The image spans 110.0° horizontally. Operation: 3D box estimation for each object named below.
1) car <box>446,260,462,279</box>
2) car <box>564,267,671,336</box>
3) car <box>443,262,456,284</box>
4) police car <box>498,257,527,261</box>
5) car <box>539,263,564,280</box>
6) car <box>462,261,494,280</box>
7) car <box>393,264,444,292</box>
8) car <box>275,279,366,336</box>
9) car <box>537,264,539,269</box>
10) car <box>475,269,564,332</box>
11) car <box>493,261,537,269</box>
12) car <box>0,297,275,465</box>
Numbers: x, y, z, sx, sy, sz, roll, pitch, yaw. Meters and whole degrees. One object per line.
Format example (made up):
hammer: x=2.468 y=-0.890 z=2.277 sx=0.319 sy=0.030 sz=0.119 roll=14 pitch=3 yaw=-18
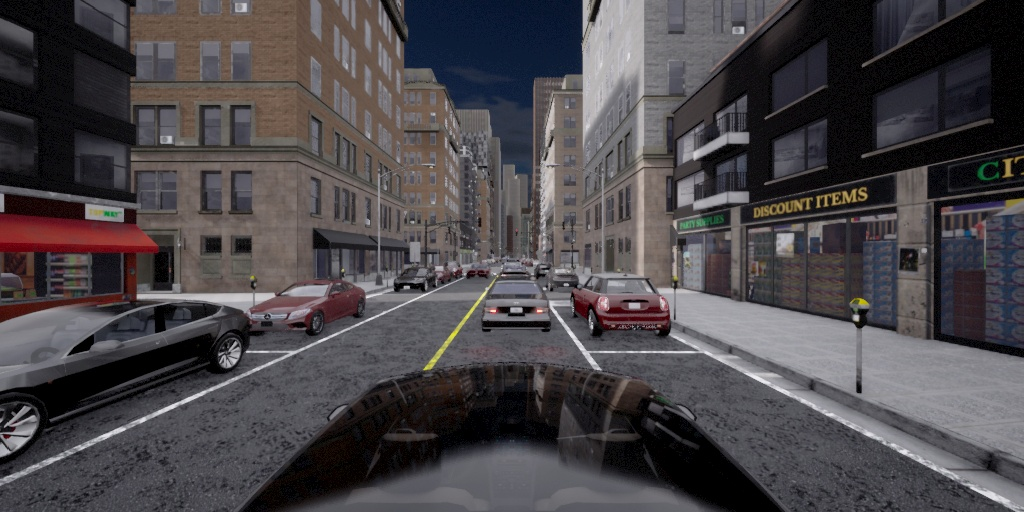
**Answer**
car: x=-5.588 y=1.192 z=32.366 sx=1.967 sy=1.591 sz=4.097 roll=0 pitch=0 yaw=0
car: x=2.878 y=1.189 z=10.337 sx=1.967 sy=1.591 sz=4.097 roll=0 pitch=0 yaw=0
car: x=-5.604 y=1.333 z=26.864 sx=1.802 sy=1.307 sz=4.207 roll=0 pitch=0 yaw=0
police car: x=0.076 y=1.177 z=31.353 sx=1.930 sy=1.638 sz=5.238 roll=0 pitch=0 yaw=0
car: x=2.907 y=1.301 z=21.340 sx=2.007 sy=1.370 sz=4.403 roll=0 pitch=0 yaw=0
car: x=-2.935 y=1.353 z=31.945 sx=1.895 sy=1.301 sz=4.718 roll=0 pitch=0 yaw=1
car: x=-5.618 y=1.316 z=21.363 sx=1.948 sy=1.339 sz=4.313 roll=0 pitch=0 yaw=0
car: x=-5.648 y=1.331 z=10.361 sx=1.802 sy=1.307 sz=4.207 roll=0 pitch=0 yaw=0
car: x=2.937 y=1.318 z=32.342 sx=1.948 sy=1.339 sz=4.313 roll=0 pitch=0 yaw=0
car: x=0.119 y=1.297 z=10.811 sx=2.033 sy=1.411 sz=5.357 roll=0 pitch=0 yaw=0
car: x=0.149 y=1.242 z=21.334 sx=2.128 sy=1.511 sz=4.902 roll=0 pitch=0 yaw=0
car: x=-5.663 y=1.315 z=4.859 sx=1.948 sy=1.339 sz=4.313 roll=0 pitch=0 yaw=0
